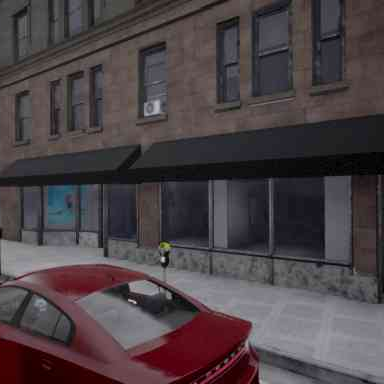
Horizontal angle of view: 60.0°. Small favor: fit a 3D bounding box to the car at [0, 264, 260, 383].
[{"bbox_3d":[-1.468,1.545,3.893,4.507,1.381,1.887,0,0,35],"label":"car"}]
